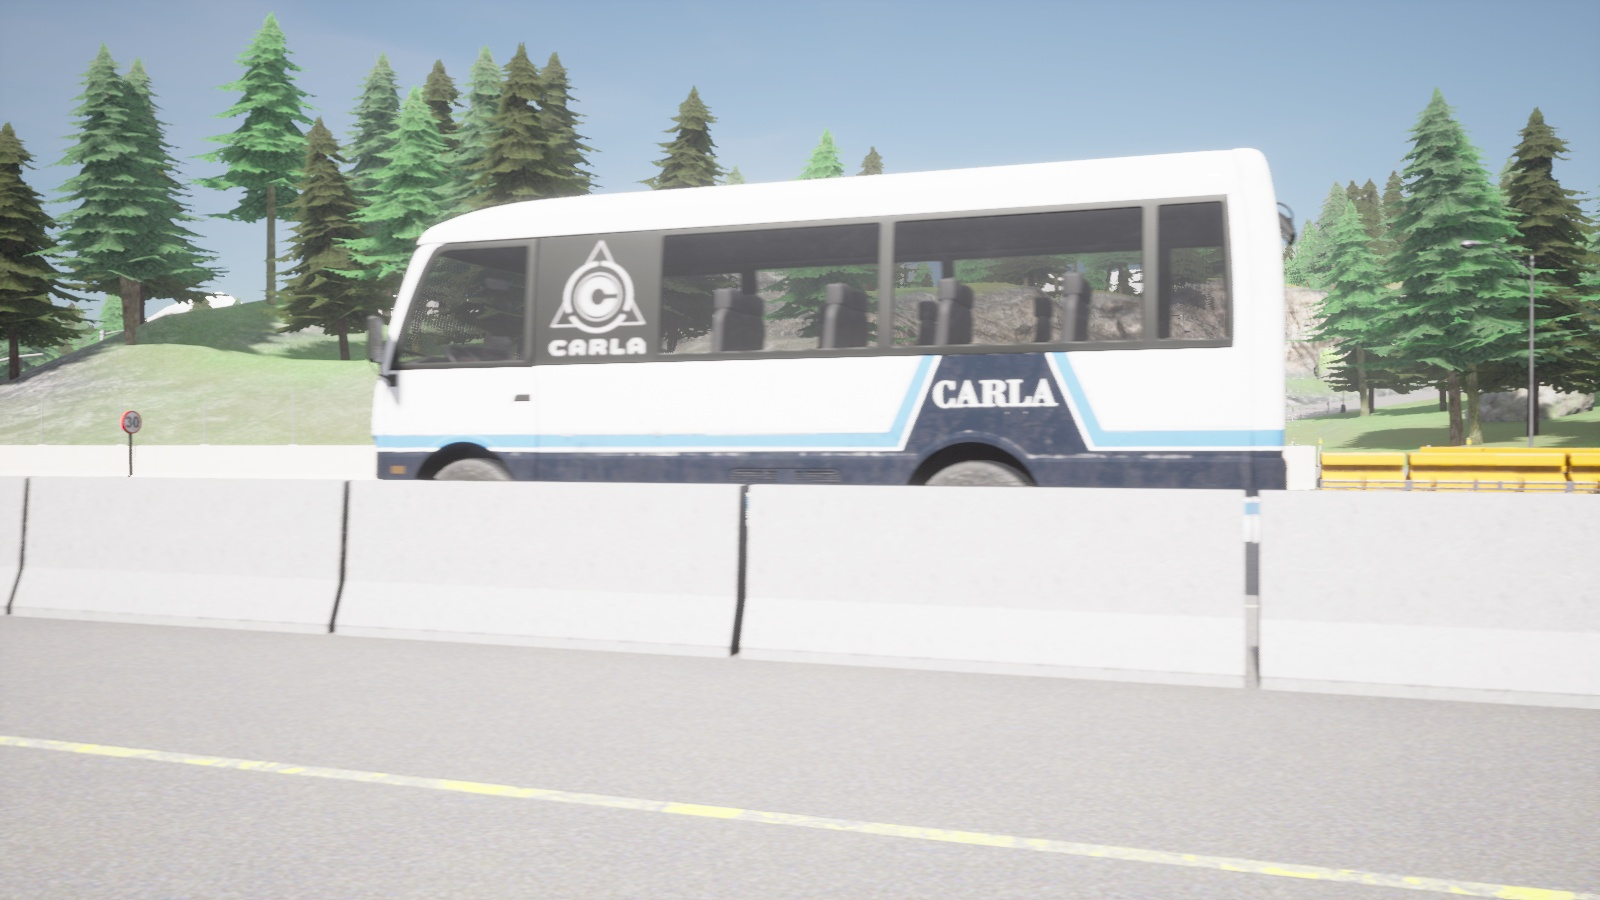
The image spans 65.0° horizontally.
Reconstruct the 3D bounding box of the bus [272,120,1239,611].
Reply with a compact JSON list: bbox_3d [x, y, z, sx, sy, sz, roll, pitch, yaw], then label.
[{"bbox_3d":[-0.448,-0.783,14.401,10.273,4.253,3.944,0,1,19],"label":"bus"}]
